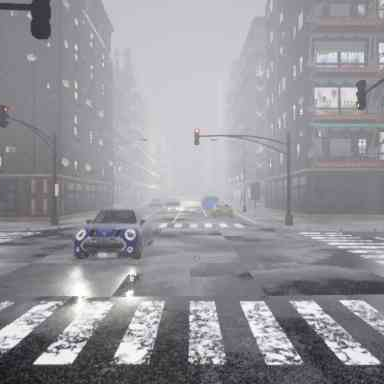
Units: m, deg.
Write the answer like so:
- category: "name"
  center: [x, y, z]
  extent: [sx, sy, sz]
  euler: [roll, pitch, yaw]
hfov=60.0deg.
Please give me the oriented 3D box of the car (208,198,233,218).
- category: "car"
  center: [2.709, 1.537, 30.256]
  extent: [1.752, 1.417, 4.829]
  euler: [1, 0, 0]

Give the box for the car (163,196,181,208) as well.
- category: "car"
  center: [-2.742, 1.578, 49.694]
  extent: [1.994, 1.385, 4.181]
  euler: [0, 0, 0]

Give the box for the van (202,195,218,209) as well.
- category: "van"
  center: [2.616, 1.366, 44.090]
  extent: [1.690, 1.788, 3.998]
  euler: [1, 0, 0]

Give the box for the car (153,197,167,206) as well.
- category: "car"
  center: [-5.297, 1.563, 55.174]
  extent: [1.752, 1.417, 4.829]
  euler: [1, 0, 0]

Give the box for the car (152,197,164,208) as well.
- category: "car"
  center: [-5.298, 1.613, 49.686]
  extent: [1.802, 1.307, 4.206]
  euler: [1, 0, 0]

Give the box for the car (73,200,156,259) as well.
- category: "car"
  center: [-2.747, 1.354, 12.467]
  extent: [2.097, 1.767, 4.553]
  euler: [0, 0, 0]

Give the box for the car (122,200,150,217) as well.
- category: "car"
  center: [-5.430, 1.565, 32.713]
  extent: [2.008, 1.369, 4.403]
  euler: [1, 0, 0]

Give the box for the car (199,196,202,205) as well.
- category: "car"
  center: [2.585, 1.347, 49.744]
  extent: [2.192, 1.841, 5.009]
  euler: [1, 0, 0]

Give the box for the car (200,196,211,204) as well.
- category: "car"
  center: [2.585, 1.604, 66.712]
  extent: [2.008, 1.369, 4.403]
  euler: [1, 0, 0]

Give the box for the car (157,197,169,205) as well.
- category: "car"
  center: [-5.297, 1.627, 61.002]
  extent: [1.802, 1.307, 4.206]
  euler: [1, 0, 0]

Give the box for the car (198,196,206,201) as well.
- category: "car"
  center: [2.587, 1.627, 83.680]
  extent: [1.887, 1.381, 4.507]
  euler: [1, 0, 0]

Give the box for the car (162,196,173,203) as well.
- category: "car"
  center: [-5.295, 1.612, 72.318]
  extent: [2.008, 1.369, 4.403]
  euler: [1, 0, 0]

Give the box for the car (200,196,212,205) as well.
- category: "car"
  center: [2.585, 1.485, 61.056]
  extent: [1.967, 1.590, 4.097]
  euler: [1, 0, 0]
